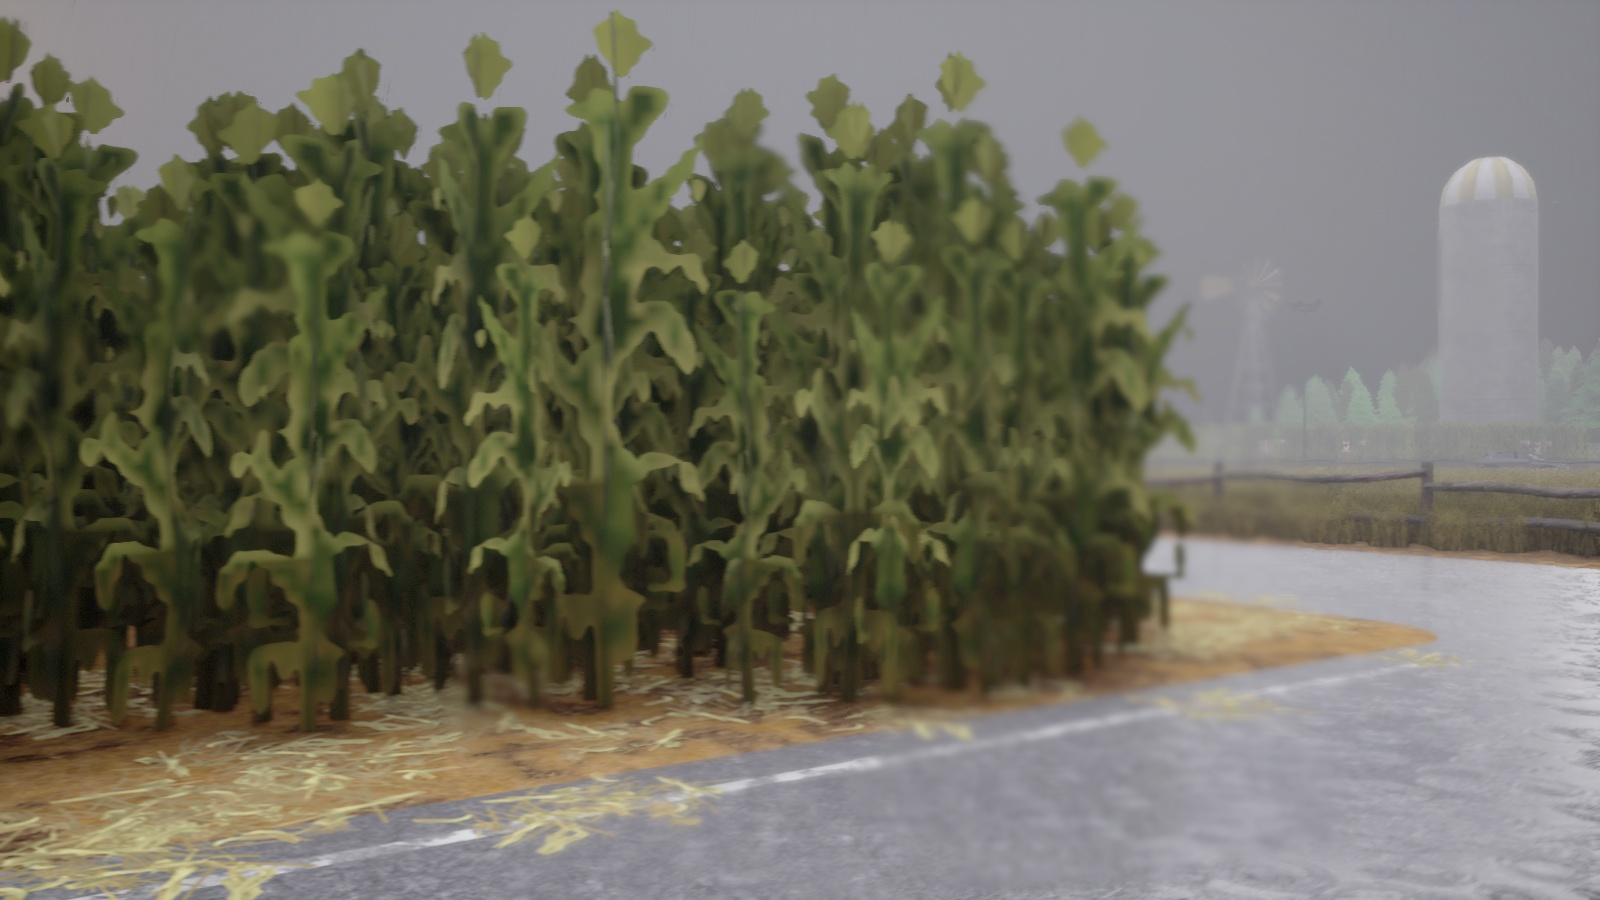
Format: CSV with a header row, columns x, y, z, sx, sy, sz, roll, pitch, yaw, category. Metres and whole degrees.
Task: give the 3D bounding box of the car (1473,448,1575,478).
x,y,z,sx,sy,sz,roll,pitch,yaw,category
42.073,0.737,72.983,4.856,1.649,2.033,0,-1,40,car
